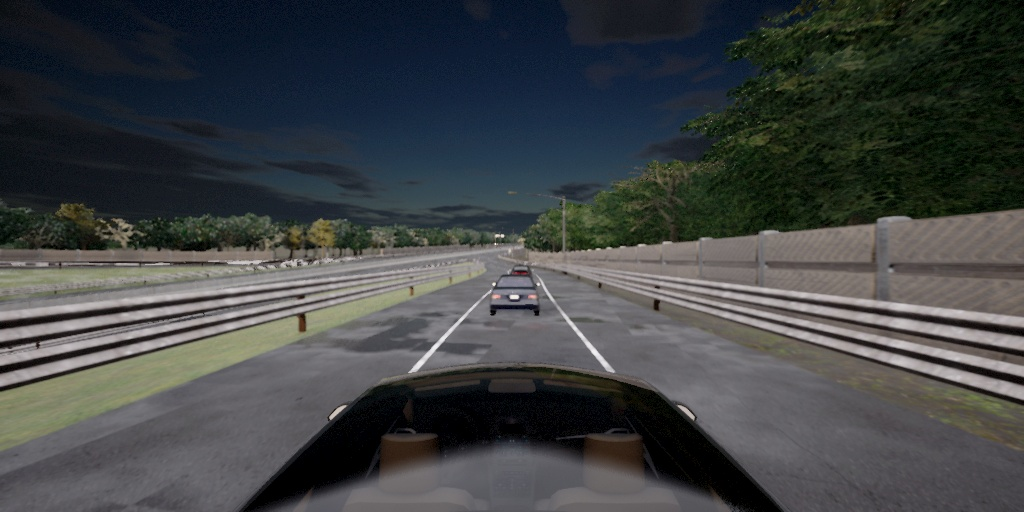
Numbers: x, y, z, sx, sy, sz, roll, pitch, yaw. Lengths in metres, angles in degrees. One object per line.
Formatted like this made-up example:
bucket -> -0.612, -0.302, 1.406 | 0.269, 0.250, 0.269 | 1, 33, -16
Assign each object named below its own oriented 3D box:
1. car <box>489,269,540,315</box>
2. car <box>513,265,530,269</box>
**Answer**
car -> 0.152, 1.411, 14.234 | 2.033, 1.411, 5.357 | 0, 0, 2
car -> 0.799, 1.515, 30.193 | 1.837, 1.490, 4.892 | 0, 0, 3
